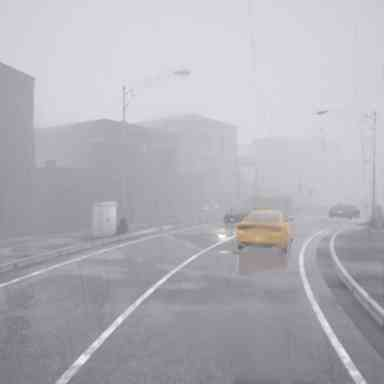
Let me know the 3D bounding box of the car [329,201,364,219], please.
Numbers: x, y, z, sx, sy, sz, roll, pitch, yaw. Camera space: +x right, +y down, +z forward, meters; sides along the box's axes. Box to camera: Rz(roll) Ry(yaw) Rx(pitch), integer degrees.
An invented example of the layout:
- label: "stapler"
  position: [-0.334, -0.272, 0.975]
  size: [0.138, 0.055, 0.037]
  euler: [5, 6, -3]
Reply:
- label: "car"
  position: [14.412, 1.755, 31.308]
  size: [1.994, 1.385, 4.181]
  euler: [1, 0, 39]

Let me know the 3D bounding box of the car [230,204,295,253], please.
- label: "car"
  position: [3.266, 1.513, 14.255]
  size: [1.882, 1.535, 5.008]
  euler: [1, 0, 21]

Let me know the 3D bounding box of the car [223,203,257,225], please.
- label: "car"
  position: [3.880, 1.496, 23.282]
  size: [1.882, 1.535, 5.008]
  euler: [1, 0, 32]

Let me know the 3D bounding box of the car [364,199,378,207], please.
- label: "car"
  position: [29.379, 1.896, 55.069]
  size: [1.812, 1.442, 4.674]
  euler: [1, 0, 40]
